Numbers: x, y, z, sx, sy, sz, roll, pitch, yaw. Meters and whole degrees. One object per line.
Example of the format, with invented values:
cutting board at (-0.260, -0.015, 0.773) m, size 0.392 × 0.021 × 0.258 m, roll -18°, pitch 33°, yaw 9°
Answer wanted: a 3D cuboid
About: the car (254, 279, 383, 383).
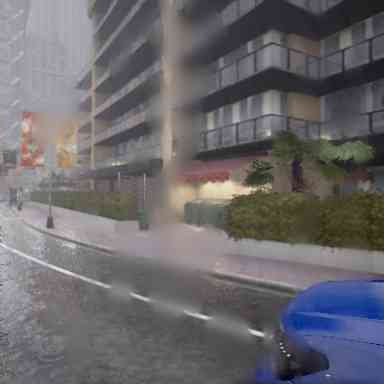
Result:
car at (3.150, 1.244, 1.787) m, size 5.566 × 2.045 × 2.150 m, roll 0°, pitch 0°, yaw 35°
